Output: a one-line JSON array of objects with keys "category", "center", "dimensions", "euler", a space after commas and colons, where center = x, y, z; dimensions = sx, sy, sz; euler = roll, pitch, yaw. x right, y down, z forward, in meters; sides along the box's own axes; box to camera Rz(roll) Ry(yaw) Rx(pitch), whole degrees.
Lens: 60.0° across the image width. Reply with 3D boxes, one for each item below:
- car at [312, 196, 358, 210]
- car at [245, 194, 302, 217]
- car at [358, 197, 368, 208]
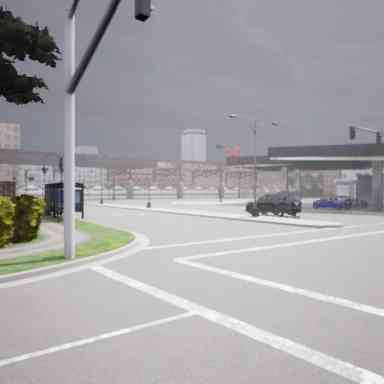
[{"category": "car", "center": [16.887, 1.267, 40.263], "dimensions": [2.242, 1.667, 4.611], "euler": [0, 0, -35]}, {"category": "car", "center": [7.488, 1.203, 30.936], "dimensions": [2.150, 2.045, 5.566], "euler": [0, 0, -36]}, {"category": "car", "center": [21.151, 1.423, 44.187], "dimensions": [1.970, 1.475, 3.806], "euler": [0, 0, -35]}]
